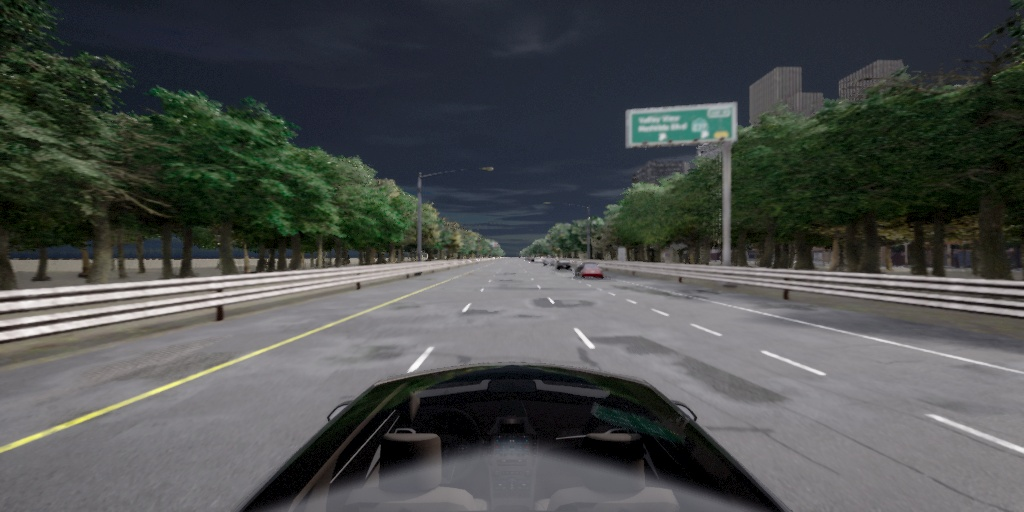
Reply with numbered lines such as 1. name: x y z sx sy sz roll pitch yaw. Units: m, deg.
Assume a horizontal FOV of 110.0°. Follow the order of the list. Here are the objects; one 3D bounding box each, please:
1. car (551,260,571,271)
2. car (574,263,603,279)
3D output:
1. car: 7.010 1.240 49.919 1.882 1.535 5.008 0 0 0
2. car: 7.007 1.321 33.008 1.994 1.385 4.181 0 0 0
